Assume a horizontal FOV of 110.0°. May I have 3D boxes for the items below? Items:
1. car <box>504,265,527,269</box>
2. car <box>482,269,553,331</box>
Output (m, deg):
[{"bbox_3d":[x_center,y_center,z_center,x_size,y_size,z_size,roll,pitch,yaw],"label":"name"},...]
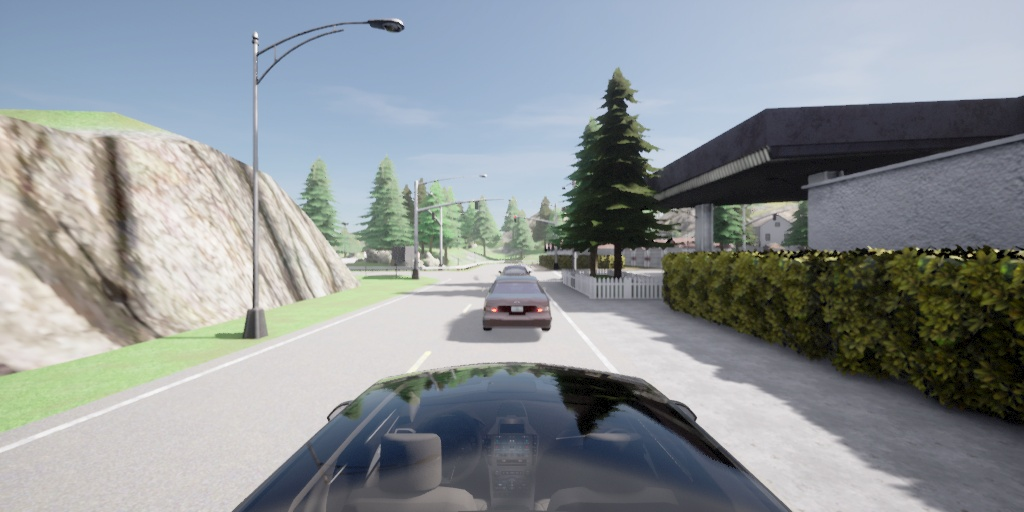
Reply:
[{"bbox_3d":[0.178,1.259,20.498,1.812,1.442,4.674,0,0,0],"label":"car"},{"bbox_3d":[0.134,1.289,10.912,2.033,1.411,5.357,0,0,0],"label":"car"}]
